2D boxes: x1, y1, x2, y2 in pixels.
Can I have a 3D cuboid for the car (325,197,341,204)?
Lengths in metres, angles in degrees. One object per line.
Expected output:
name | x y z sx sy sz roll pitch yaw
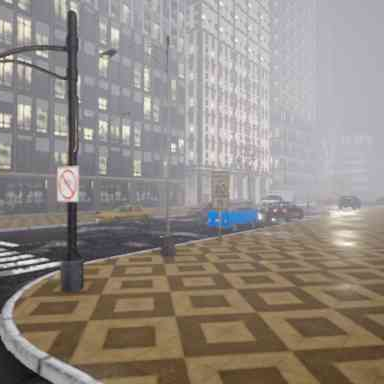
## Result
car | 28.476 1.634 66.987 2.008 1.369 4.403 0 0 38

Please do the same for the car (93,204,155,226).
car | -4.814 1.550 24.018 1.752 1.417 4.829 0 0 38

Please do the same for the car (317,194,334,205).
car | 25.079 1.390 62.581 2.192 1.841 5.009 0 0 38

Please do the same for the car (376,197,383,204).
car | 38.113 1.663 66.580 1.947 1.339 4.313 0 0 38

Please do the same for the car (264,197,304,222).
car | 7.540 1.478 26.924 1.967 1.590 4.097 0 0 38

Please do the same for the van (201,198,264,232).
van | 2.573 1.373 20.299 1.690 1.788 3.998 0 0 38

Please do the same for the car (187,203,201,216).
car | 1.300 1.614 31.736 1.802 1.307 4.206 0 0 38

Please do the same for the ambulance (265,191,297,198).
ambulance | 10.166 1.071 39.035 2.351 2.431 6.366 0 0 38

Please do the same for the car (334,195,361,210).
car | 21.128 1.374 44.550 2.192 1.841 5.009 0 0 38
